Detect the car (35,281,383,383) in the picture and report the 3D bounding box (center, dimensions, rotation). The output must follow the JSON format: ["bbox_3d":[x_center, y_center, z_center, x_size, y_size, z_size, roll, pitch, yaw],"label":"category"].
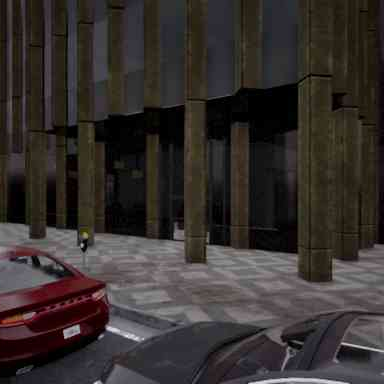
[{"bbox_3d":[1.163,1.551,2.133,4.403,1.369,2.008,0,0,36],"label":"car"}]

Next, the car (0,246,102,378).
[{"bbox_3d":[-3.255,1.544,5.303,4.507,1.381,1.887,0,0,36],"label":"car"}]
